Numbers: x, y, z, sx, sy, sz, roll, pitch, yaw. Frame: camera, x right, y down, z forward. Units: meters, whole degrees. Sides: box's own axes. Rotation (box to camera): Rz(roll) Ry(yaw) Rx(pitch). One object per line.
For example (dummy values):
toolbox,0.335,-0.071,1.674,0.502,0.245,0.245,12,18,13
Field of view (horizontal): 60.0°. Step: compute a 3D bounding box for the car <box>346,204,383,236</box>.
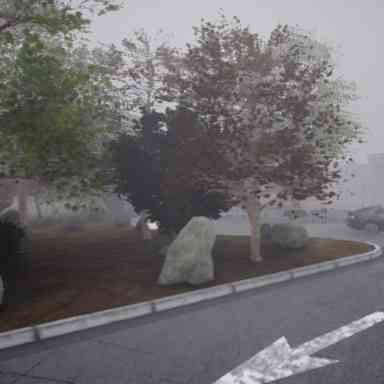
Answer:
car,10.562,1.386,16.957,4.892,1.490,1.837,-1,1,20
